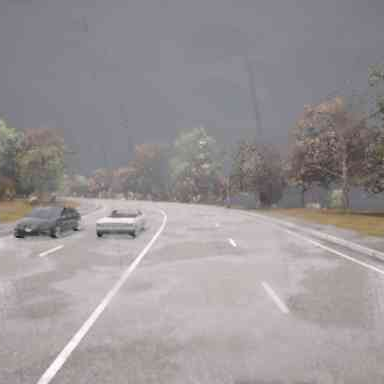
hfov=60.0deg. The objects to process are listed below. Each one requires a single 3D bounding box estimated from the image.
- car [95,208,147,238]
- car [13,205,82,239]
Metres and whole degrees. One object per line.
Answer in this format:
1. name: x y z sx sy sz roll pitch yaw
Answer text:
1. car: -3.557 1.523 17.322 1.895 1.301 4.718 0 0 0
2. car: -7.059 1.430 16.789 1.837 1.490 4.892 0 0 0
